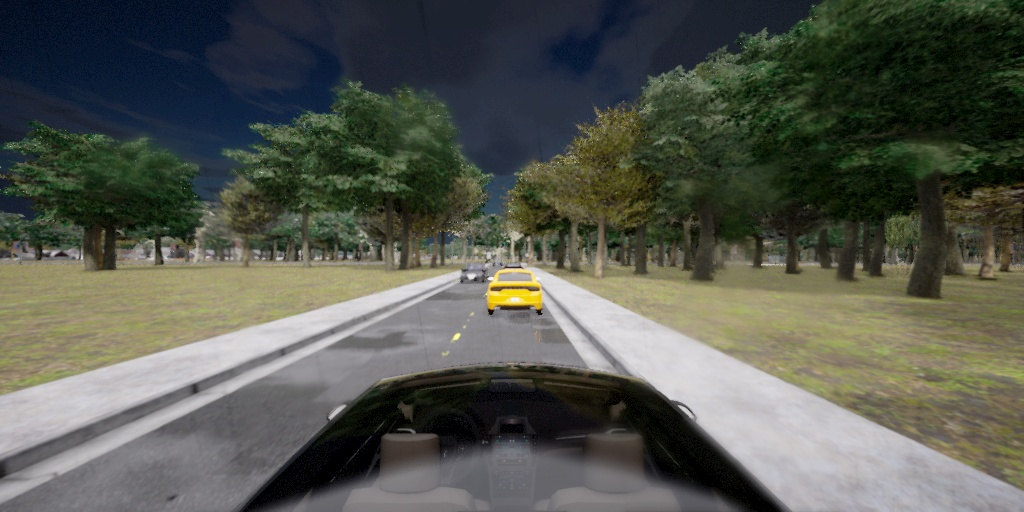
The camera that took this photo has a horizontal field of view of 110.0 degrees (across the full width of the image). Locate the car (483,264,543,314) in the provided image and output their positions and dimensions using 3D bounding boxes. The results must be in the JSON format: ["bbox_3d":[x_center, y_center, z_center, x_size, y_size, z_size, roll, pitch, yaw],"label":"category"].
[{"bbox_3d":[0.099,1.250,13.949,1.882,1.535,5.008,0,0,0],"label":"car"}]

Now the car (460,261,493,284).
[{"bbox_3d":[-2.847,1.290,27.653,2.128,1.511,4.902,0,0,0],"label":"car"}]

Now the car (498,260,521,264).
[{"bbox_3d":[0.101,1.298,31.845,2.128,1.511,4.902,0,0,0],"label":"car"}]
